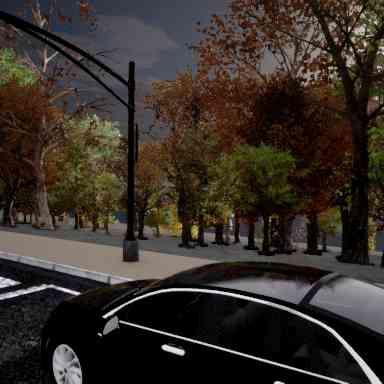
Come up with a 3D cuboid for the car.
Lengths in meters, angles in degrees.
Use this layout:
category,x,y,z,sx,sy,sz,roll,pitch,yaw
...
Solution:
category,x,y,z,sx,sy,sz,roll,pitch,yaw
car,0.389,1.505,3.397,4.892,1.490,1.837,0,0,36
